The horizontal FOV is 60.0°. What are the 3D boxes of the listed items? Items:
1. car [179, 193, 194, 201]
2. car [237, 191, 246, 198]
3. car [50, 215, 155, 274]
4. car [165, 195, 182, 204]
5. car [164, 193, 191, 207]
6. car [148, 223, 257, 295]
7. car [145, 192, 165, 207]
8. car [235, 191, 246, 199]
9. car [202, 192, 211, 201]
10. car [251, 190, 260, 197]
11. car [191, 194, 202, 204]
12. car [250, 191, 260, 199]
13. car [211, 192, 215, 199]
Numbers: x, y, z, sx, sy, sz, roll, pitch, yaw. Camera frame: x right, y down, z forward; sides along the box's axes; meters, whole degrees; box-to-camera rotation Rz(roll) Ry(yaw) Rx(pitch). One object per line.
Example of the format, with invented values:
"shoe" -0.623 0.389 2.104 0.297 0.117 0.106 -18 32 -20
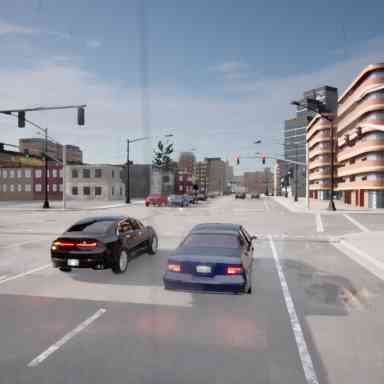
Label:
"car" -1.133 1.073 69.256 2.033 1.411 5.357 0 1 11
"car" 12.988 0.552 86.681 2.097 1.767 4.553 0 1 11
"car" -2.510 1.505 10.664 1.837 1.490 4.892 0 0 11
"car" -3.253 1.238 58.882 1.812 1.442 4.674 0 1 12
"car" -1.947 1.223 47.448 2.097 1.767 4.553 0 1 11
"car" 0.708 1.547 8.920 2.033 1.411 5.357 0 0 11
"car" -5.155 1.080 49.324 2.150 2.045 5.566 0 1 11
"car" 11.094 0.902 77.029 1.994 1.385 4.181 0 1 11
"car" 1.927 1.105 66.789 2.033 1.411 5.357 0 1 12
"car" 16.344 0.464 85.607 2.097 1.767 4.553 0 1 11
"car" -0.188 1.235 56.359 2.128 1.511 4.902 0 1 11
"car" 14.341 0.881 75.403 2.128 1.511 4.902 0 1 11
"car" 4.208 0.823 78.293 1.882 1.535 5.008 0 1 11
